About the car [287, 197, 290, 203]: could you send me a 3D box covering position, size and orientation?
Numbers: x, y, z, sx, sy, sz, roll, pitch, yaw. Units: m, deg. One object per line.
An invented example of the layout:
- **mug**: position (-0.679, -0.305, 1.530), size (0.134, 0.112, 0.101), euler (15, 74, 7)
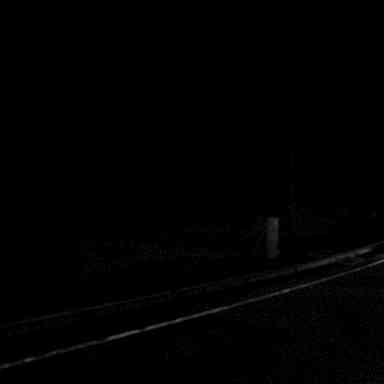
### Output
- **car**: position (16.543, 1.325, 60.981), size (1.882, 1.535, 5.008), euler (2, 0, -28)
